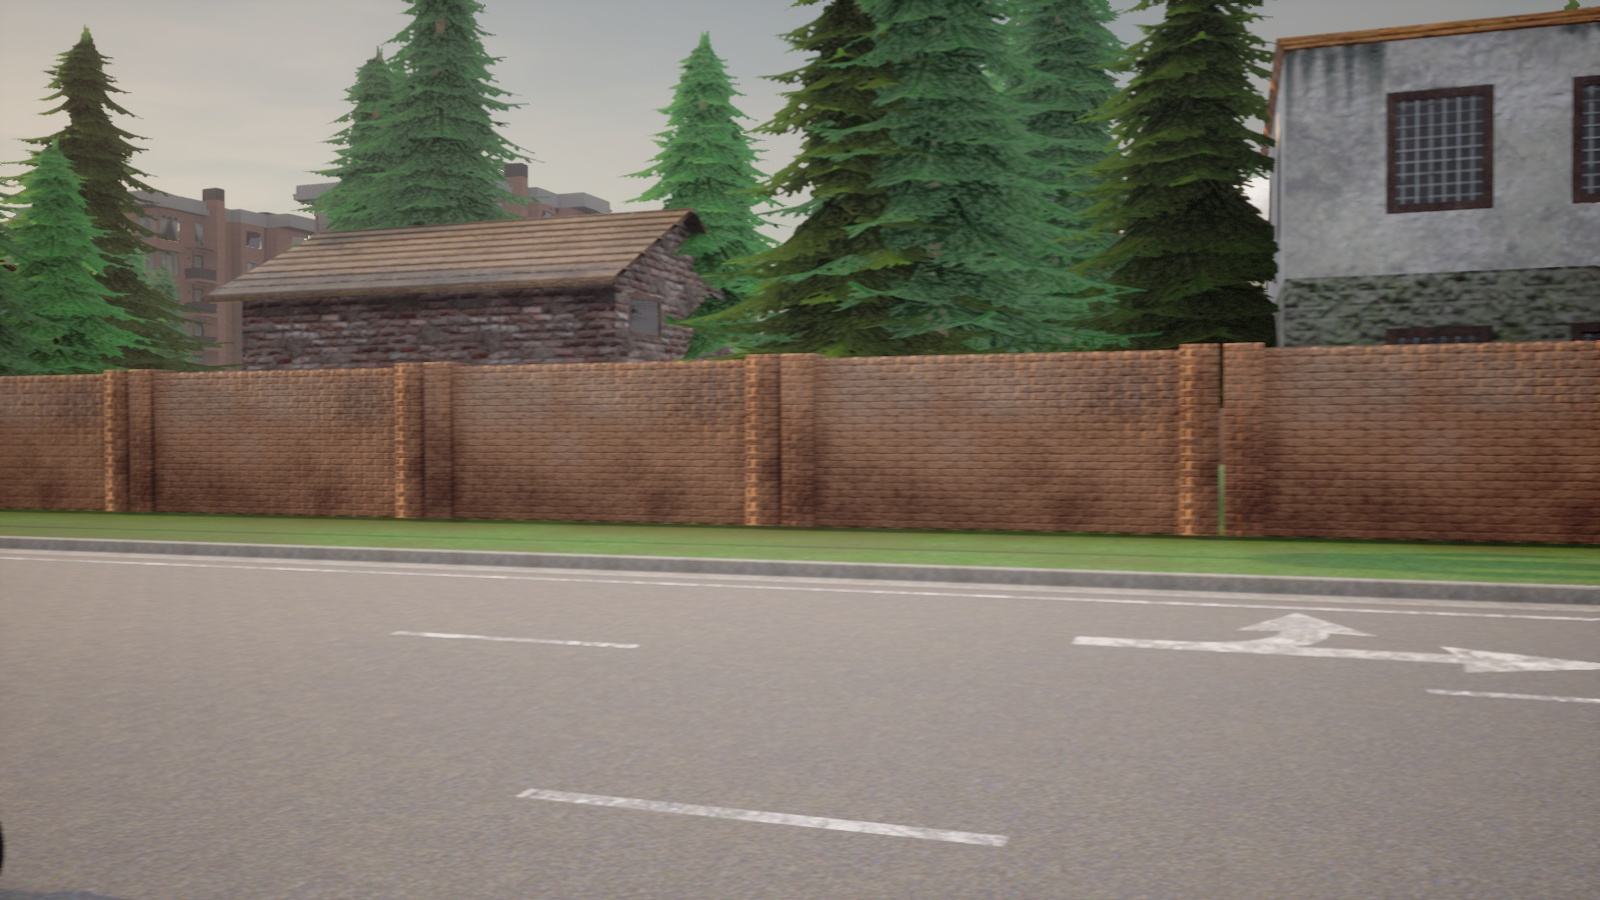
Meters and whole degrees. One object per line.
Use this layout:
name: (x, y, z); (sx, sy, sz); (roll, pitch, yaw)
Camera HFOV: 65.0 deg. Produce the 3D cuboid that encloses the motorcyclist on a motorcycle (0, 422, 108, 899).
motorcyclist on a motorcycle: (-3.474, 0.697, 4.361); (1.817, 1.590, 0.866); (1, 1, 19)
